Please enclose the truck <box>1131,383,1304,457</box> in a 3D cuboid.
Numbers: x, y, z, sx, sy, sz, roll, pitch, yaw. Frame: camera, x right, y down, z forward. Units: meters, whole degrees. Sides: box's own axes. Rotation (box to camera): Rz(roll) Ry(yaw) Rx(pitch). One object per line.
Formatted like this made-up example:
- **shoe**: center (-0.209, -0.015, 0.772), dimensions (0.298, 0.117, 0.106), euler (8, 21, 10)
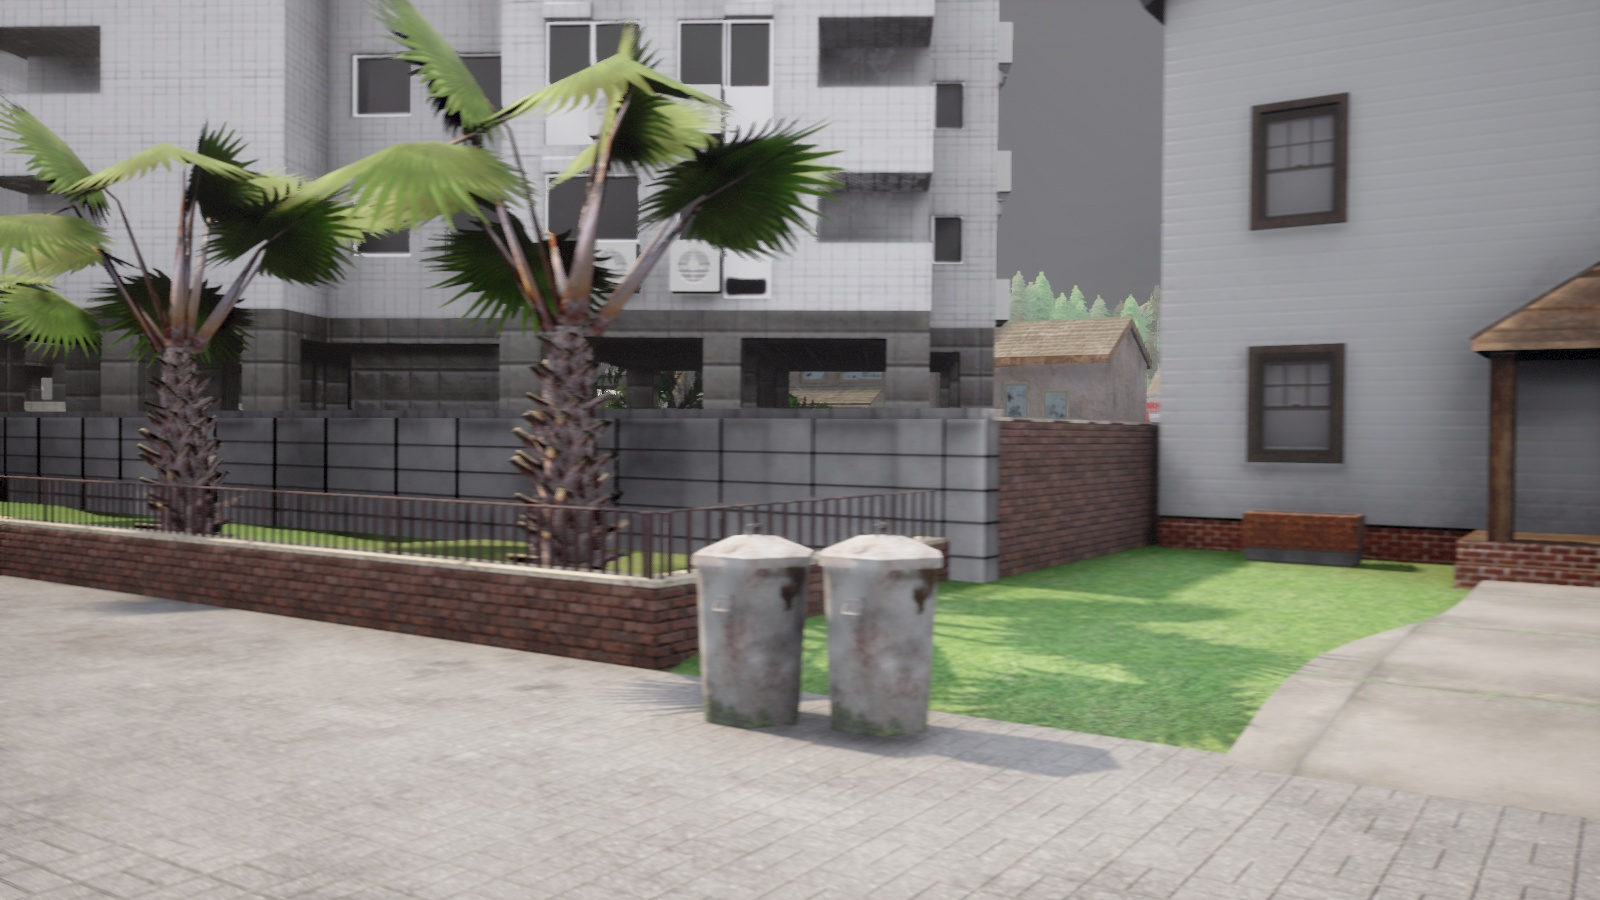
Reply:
- **truck**: center (22.677, -1.573, 68.470), dimensions (8.468, 3.827, 2.891), euler (0, 1, 34)
